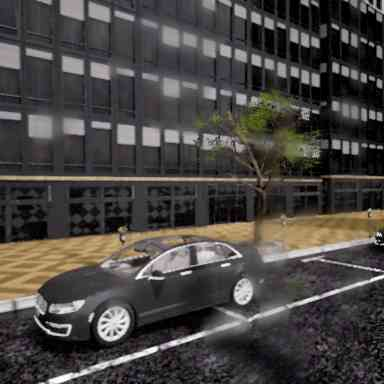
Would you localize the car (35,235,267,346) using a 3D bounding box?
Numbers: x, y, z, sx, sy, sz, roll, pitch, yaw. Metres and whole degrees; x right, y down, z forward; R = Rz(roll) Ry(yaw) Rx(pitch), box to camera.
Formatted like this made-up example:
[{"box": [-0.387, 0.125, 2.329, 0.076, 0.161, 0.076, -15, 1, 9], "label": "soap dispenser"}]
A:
[{"box": [-0.508, 1.533, 6.204, 4.403, 1.369, 2.008, 0, 0, -35], "label": "car"}]

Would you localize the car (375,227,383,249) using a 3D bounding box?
[{"box": [8.749, 1.466, 12.799, 4.403, 1.369, 2.008, 0, 0, -35], "label": "car"}]
